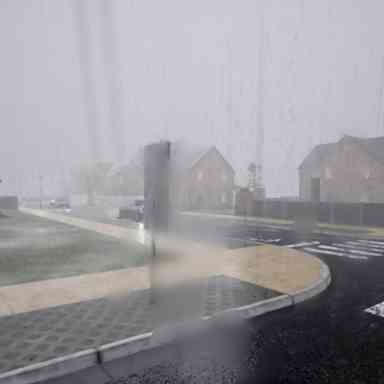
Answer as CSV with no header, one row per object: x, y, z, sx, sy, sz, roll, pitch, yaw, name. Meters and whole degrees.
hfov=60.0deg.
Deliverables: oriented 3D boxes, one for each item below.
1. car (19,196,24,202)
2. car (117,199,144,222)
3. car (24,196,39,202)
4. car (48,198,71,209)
-40.876,1.724,81.287,2.033,1.411,5.357,1,-1,-36,car
-4.014,1.332,25.774,2.097,1.767,4.553,1,0,-36,car
-34.967,1.592,73.168,1.994,1.385,4.181,1,-1,-36,car
-18.048,1.556,45.205,2.033,1.411,5.357,1,-1,-36,car
